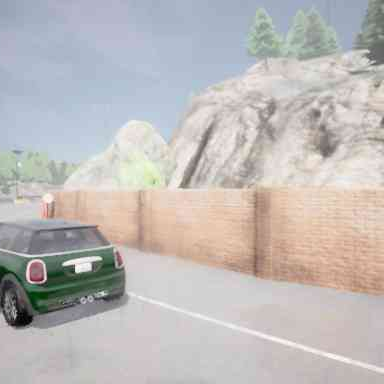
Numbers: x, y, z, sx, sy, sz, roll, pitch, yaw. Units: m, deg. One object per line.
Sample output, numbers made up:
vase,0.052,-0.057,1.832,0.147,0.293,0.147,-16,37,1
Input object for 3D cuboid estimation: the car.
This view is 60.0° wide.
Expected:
car,-3.488,1.373,7.378,4.553,1.767,2.097,0,-1,43
